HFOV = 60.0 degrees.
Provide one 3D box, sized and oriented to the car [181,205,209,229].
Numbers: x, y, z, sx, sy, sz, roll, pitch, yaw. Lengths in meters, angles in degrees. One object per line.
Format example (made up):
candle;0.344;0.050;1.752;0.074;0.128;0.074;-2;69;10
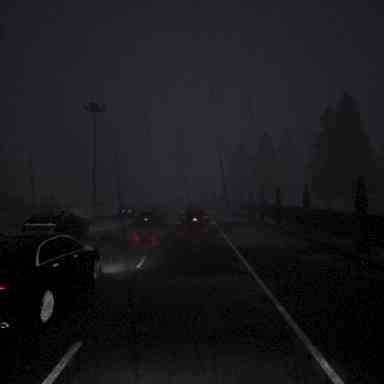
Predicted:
car;0.204;1.849;24.092;1.994;1.385;4.181;0;-1;0

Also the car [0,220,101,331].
car;-3.373;1.589;7.069;1.837;1.490;4.892;0;-1;0

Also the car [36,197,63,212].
car;-21.342;1.818;50.145;2.150;2.045;5.566;0;-1;-6

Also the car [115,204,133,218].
car;-6.750;1.964;35.264;2.033;1.411;5.357;0;-1;0

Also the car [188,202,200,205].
car;0.222;1.973;39.504;1.837;1.490;4.892;0;-1;-1

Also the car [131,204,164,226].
car;-3.300;1.837;26.354;1.812;1.442;4.674;0;-1;0

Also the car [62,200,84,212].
car;-17.835;2.069;50.093;1.882;1.535;5.008;0;-1;-6

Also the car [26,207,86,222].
car;-6.828;1.694;17.111;2.128;1.511;4.902;0;-1;0
